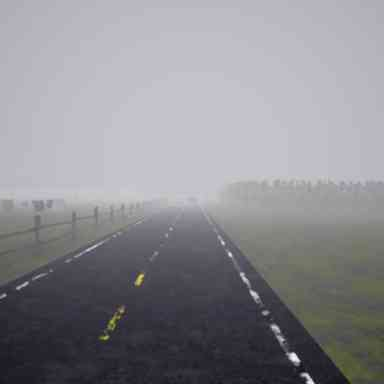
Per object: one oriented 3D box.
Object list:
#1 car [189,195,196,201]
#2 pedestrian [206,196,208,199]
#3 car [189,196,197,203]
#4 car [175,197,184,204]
[{"bbox_3d":[0.250,1.692,90.403,1.882,1.535,5.008,0,0,0],"label":"car"},{"bbox_3d":[3.008,1.599,67.076,0.375,1.860,0.375,0,0,-3],"label":"pedestrian"},{"bbox_3d":[0.203,1.664,74.244,2.128,1.511,4.902,0,0,0],"label":"car"},{"bbox_3d":[-2.562,1.818,69.225,2.033,1.411,5.357,0,0,0],"label":"car"}]
